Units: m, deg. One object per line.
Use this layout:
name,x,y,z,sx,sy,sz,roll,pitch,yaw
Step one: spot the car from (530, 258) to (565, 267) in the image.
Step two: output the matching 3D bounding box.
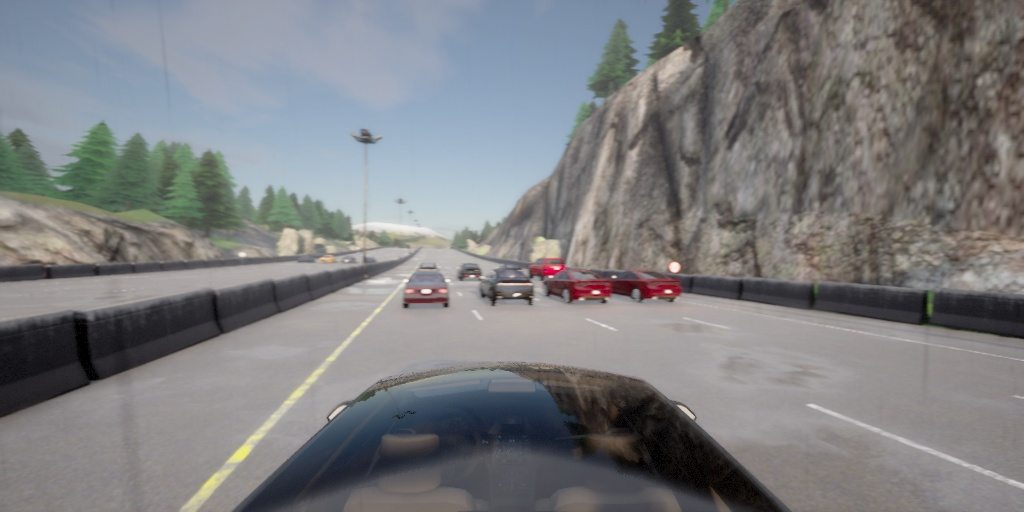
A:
car,3.149,1.162,32.558,2.150,2.045,5.566,1,0,-13

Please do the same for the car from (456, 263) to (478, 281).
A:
car,-3.737,1.350,31.269,1.837,1.490,4.892,1,0,-13

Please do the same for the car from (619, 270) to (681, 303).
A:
car,6.427,1.439,18.415,1.882,1.535,5.008,1,0,-13

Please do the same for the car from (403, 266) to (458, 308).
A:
car,-3.697,1.354,15.568,2.033,1.411,5.357,1,0,-13

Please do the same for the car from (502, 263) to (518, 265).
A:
car,-0.326,1.386,32.053,2.128,1.511,4.902,1,0,-13

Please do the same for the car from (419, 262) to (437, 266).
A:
car,-7.146,1.284,30.477,2.128,1.511,4.902,1,0,-13

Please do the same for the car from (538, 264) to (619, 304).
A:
car,3.018,1.388,17.621,1.882,1.535,5.008,1,0,-13

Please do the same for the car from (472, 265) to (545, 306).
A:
car,-0.353,1.351,16.658,2.128,1.511,4.902,1,0,-13
